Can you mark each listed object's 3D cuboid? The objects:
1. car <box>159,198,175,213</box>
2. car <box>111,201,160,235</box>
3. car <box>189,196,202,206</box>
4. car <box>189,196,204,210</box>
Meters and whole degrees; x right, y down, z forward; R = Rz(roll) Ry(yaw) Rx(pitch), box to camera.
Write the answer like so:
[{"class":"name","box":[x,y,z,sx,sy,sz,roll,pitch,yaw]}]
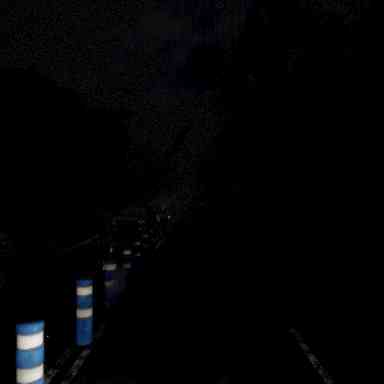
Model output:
[{"class":"car","box":[-2.951,1.451,37.002,2.128,1.511,4.902,0,0,1]},{"class":"car","box":[-3.227,1.473,19.062,1.882,1.535,5.008,0,0,1]},{"class":"car","box":[0.637,1.430,55.157,2.033,1.411,5.357,-2,1,1]},{"class":"car","box":[0.552,1.495,41.684,2.033,1.411,5.357,0,0,1]}]
